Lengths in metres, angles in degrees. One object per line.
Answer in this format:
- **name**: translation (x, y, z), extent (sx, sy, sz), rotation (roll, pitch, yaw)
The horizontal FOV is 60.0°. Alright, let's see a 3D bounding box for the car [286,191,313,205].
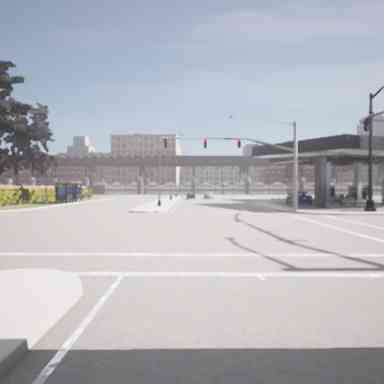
- **car**: translation (13.094, 0.758, 40.770), extent (2.242, 1.667, 4.611), rotation (0, 1, 0)

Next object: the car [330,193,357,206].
- **car**: translation (18.837, 0.908, 41.551), extent (1.970, 1.475, 3.806), rotation (0, 1, 0)

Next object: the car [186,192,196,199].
- **car**: translation (-0.186, 0.686, 65.408), extent (2.033, 1.411, 5.357), rotation (0, 1, 0)

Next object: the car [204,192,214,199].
- **car**: translation (3.314, 0.665, 65.418), extent (1.812, 1.442, 4.674), rotation (0, 1, 0)
